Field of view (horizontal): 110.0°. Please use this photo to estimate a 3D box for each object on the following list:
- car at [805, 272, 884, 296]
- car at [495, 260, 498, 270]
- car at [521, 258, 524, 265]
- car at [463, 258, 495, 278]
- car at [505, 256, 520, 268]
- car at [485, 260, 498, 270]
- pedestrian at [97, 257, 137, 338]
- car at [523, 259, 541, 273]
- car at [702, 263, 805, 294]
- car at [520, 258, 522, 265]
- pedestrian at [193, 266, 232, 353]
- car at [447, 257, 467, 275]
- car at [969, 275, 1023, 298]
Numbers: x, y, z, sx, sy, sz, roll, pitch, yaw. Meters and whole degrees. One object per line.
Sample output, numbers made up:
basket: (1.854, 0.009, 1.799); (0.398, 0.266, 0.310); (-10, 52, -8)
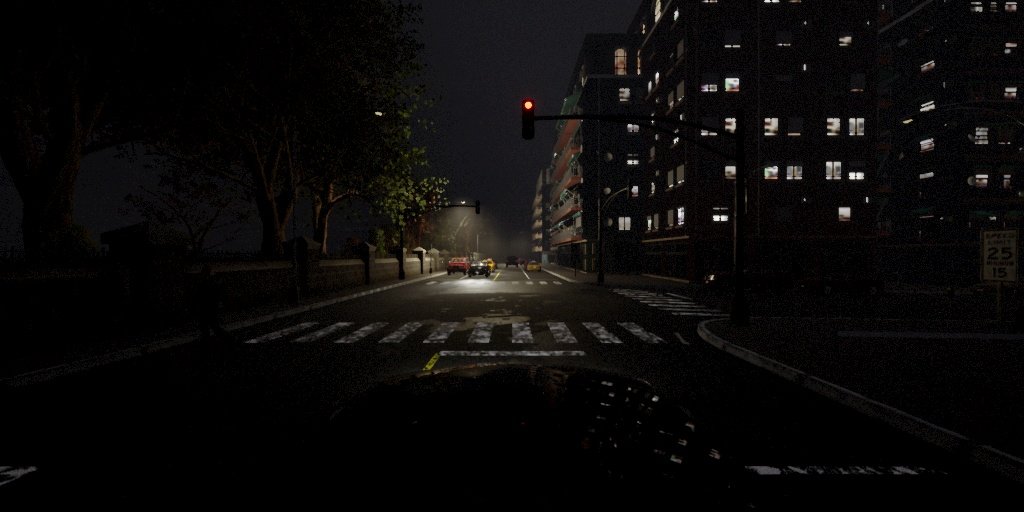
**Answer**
car: (20.293, 1.671, 22.255); (4.507, 1.381, 1.888); (0, 0, 0)
car: (-3.092, 1.235, 44.263); (1.882, 1.535, 5.008); (0, 0, 0)
car: (2.689, 1.306, 49.891); (1.888, 1.381, 4.507); (0, 0, 0)
car: (-3.088, 1.245, 34.761); (2.128, 1.511, 4.902); (0, 0, 0)
car: (-0.001, 0.993, 63.751); (2.150, 2.045, 5.566); (0, 0, 0)
car: (-3.090, 1.290, 54.440); (1.812, 1.442, 4.674); (0, 0, 0)
pedestrian: (-8.845, 0.891, 8.040); (0.375, 1.860, 0.375); (0, 0, 0)
car: (2.689, 1.283, 44.526); (1.751, 1.417, 4.829); (0, 0, 0)
car: (14.598, 1.338, 22.236); (5.009, 1.841, 2.192); (0, 0, 0)
car: (2.689, 1.315, 55.427); (2.007, 1.370, 4.403); (0, 0, 0)
pedestrian: (-6.172, 1.043, 7.391); (0.375, 1.860, 0.375); (0, 0, 0)
car: (-5.691, 1.069, 38.820); (2.192, 1.841, 5.009); (0, 0, 0)
car: (31.515, 1.857, 22.290); (4.829, 1.417, 1.751); (0, 0, 0)
